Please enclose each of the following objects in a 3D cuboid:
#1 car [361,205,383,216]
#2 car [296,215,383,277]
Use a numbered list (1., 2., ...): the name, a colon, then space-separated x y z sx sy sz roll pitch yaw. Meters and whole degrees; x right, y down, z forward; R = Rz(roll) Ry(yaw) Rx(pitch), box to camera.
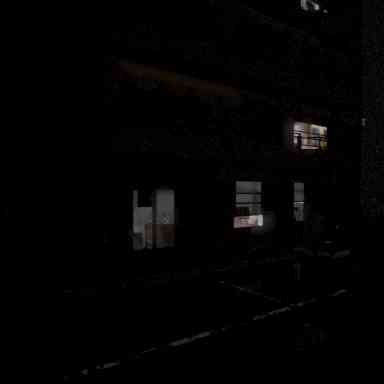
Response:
1. car: 16.791 1.888 32.071 1.895 1.301 4.718 0 -1 -36
2. car: 5.012 1.582 10.209 4.206 1.307 1.802 0 0 -36
